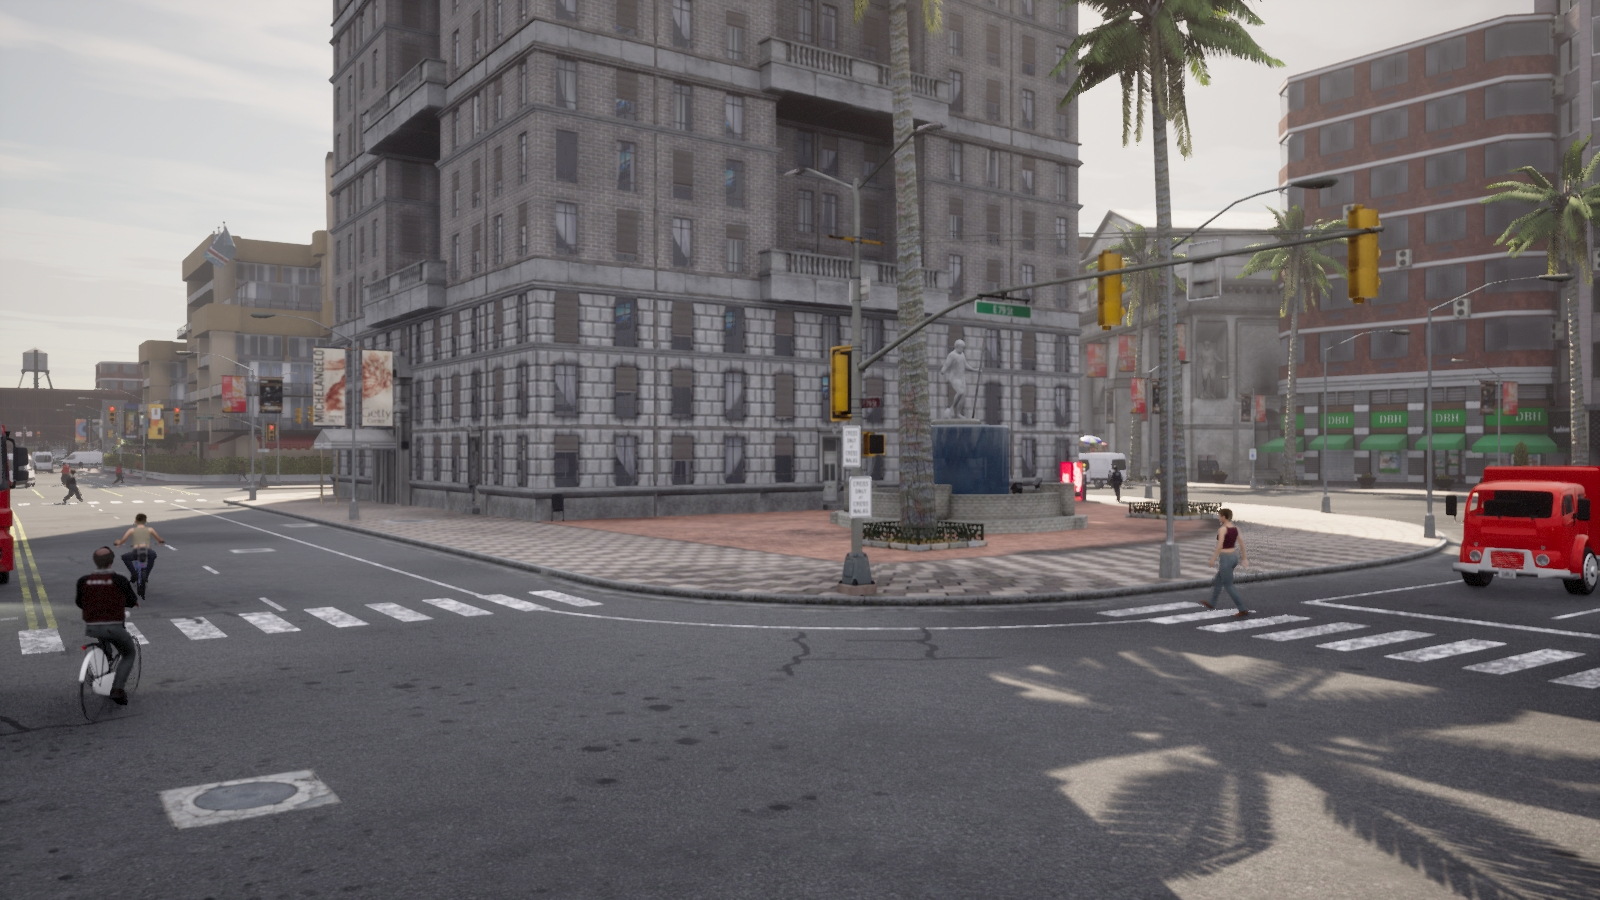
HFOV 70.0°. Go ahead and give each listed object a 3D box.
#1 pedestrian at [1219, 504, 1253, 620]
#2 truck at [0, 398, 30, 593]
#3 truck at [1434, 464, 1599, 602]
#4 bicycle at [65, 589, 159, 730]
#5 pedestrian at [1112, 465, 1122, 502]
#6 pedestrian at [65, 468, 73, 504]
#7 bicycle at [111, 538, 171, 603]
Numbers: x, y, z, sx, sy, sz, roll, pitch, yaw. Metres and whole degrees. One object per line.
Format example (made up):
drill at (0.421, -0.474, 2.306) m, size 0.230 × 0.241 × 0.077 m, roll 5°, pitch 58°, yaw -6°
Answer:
pedestrian at (7.212, 1.844, 18.901) m, size 0.375 × 1.860 × 0.375 m, roll 0°, pitch 0°, yaw -32°
truck at (-18.849, 0.890, 25.241) m, size 2.891 × 3.827 × 8.468 m, roll 0°, pitch 0°, yaw -35°
truck at (15.606, 1.561, 23.714) m, size 5.204 × 2.467 × 2.627 m, roll 0°, pitch 0°, yaw -41°
bicycle at (-7.408, 2.210, 12.362) m, size 0.329 × 1.171 × 1.835 m, roll 0°, pitch 0°, yaw -14°
pedestrian at (15.846, 1.684, 57.131) m, size 0.375 × 1.860 × 0.375 m, roll 0°, pitch 0°, yaw -7°
pedestrian at (-37.716, 1.847, 58.947) m, size 0.375 × 1.860 × 0.375 m, roll 0°, pitch 0°, yaw -33°
bicycle at (-12.507, 2.256, 21.670) m, size 0.859 × 1.080 × 1.487 m, roll 0°, pitch -1°, yaw -35°
